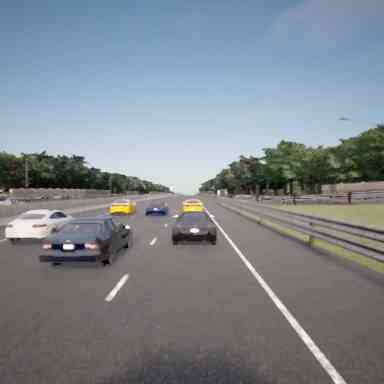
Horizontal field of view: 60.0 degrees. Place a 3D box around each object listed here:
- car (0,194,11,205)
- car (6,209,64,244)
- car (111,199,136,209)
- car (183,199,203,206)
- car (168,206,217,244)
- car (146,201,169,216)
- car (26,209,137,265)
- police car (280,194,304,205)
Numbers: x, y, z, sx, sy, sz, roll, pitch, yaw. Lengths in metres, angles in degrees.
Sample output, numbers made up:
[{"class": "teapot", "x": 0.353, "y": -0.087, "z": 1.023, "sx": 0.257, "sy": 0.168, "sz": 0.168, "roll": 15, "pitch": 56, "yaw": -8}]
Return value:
[{"class": "car", "x": -17.594, "y": 1.227, "z": 28.242, "sx": 2.150, "sy": 2.045, "sz": 5.566, "roll": 0, "pitch": 0, "yaw": 0}, {"class": "car", "x": -6.897, "y": 1.532, "z": 15.750, "sx": 1.812, "sy": 1.442, "sz": 4.674, "roll": 0, "pitch": 0, "yaw": 0}, {"class": "car", "x": -6.894, "y": 1.481, "z": 33.860, "sx": 1.882, "sy": 1.535, "sz": 5.008, "roll": 0, "pitch": 0, "yaw": 0}, {"class": "car", "x": 0.105, "y": 1.481, "z": 33.681, "sx": 1.882, "sy": 1.535, "sz": 5.008, "roll": 0, "pitch": 0, "yaw": 0}, {"class": "car", "x": 0.103, "y": 1.570, "z": 15.810, "sx": 1.994, "sy": 1.385, "sz": 4.181, "roll": 0, "pitch": 0, "yaw": 0}, {"class": "car", "x": -3.395, "y": 1.567, "z": 32.902, "sx": 1.994, "sy": 1.385, "sz": 4.181, "roll": 0, "pitch": 0, "yaw": 0}, {"class": "car", "x": -3.398, "y": 1.553, "z": 11.656, "sx": 2.033, "sy": 1.411, "sz": 5.357, "roll": 0, "pitch": 0, "yaw": 0}, {"class": "police car", "x": 16.317, "y": 1.210, "z": 54.834, "sx": 1.930, "sy": 1.638, "sz": 5.238, "roll": 0, "pitch": -1, "yaw": -18}]
